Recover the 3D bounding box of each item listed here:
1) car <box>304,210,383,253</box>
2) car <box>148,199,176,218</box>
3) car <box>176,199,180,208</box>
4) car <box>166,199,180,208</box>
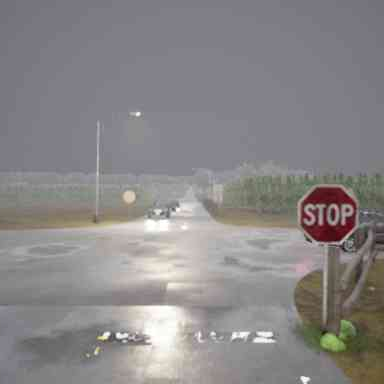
[{"bbox_3d":[7.027,1.529,13.661,4.892,1.490,1.837,0,-1,-15],"label":"car"},{"bbox_3d":[-2.872,1.541,30.417,2.128,1.511,4.902,0,0,0],"label":"car"},{"bbox_3d":[-2.871,1.647,40.655,2.033,1.411,5.357,0,0,0],"label":"car"},{"bbox_3d":[-2.868,1.758,50.966,1.895,1.301,4.718,0,0,0],"label":"car"}]
